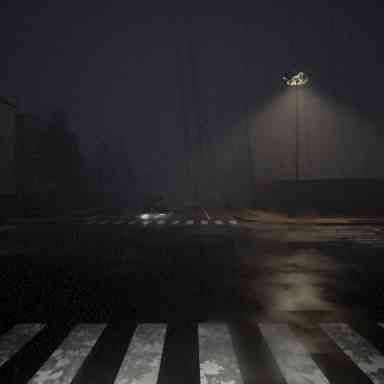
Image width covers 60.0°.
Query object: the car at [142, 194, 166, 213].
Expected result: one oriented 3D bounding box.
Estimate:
[{"bbox_3d":[-4.033,1.292,36.301,2.150,2.045,5.566,0,2,0],"label":"car"}]
